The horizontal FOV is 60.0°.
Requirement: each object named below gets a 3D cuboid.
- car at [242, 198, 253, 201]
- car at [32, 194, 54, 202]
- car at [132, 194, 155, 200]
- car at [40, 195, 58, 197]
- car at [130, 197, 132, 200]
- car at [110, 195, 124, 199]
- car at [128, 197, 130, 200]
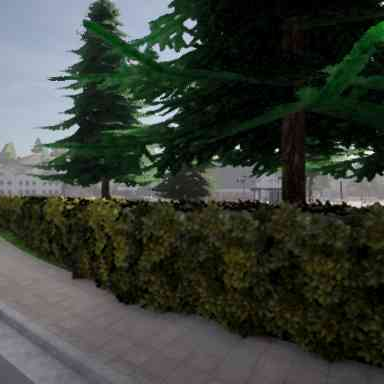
[{"bbox_3d":[8.386,1.666,51.651,4.892,1.490,1.837,0,0,-37],"label":"car"},{"bbox_3d":[-36.789,1.548,82.075,4.605,1.855,1.932,0,0,-36],"label":"car"},{"bbox_3d":[-8.182,1.643,60.331,3.806,1.475,1.970,0,0,-36],"label":"car"},{"bbox_3d":[-30.005,1.683,71.603,4.514,1.523,2.007,0,0,-36],"label":"car"},{"bbox_3d":[-11.302,1.432,77.387,4.605,1.855,1.932,0,0,-36],"label":"car"},{"bbox_3d":[-20.909,1.572,89.811,5.027,1.636,2.152,0,0,-36],"label":"car"},{"bbox_3d":[-13.351,1.427,79.488,3.866,1.878,1.905,0,0,-36],"label":"car"}]
